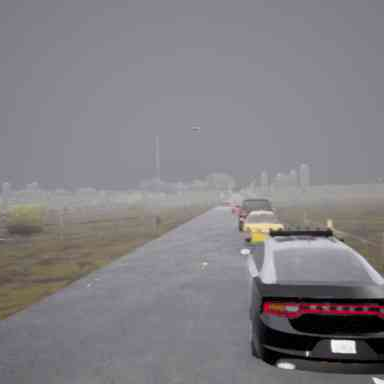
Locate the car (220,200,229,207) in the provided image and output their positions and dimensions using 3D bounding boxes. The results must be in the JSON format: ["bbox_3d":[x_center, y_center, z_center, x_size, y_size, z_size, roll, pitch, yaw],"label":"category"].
[{"bbox_3d":[6.521,2.256,65.477,1.895,1.301,4.718,-1,-1,8],"label":"car"}]

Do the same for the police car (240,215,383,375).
[{"bbox_3d":[1.956,1.461,6.099,1.930,1.638,5.238,-1,-1,8],"label":"police car"}]

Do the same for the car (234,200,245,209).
[{"bbox_3d":[7.976,2.050,55.878,1.812,1.442,4.674,-1,-1,8],"label":"car"}]

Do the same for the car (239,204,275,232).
[{"bbox_3d":[3.331,1.585,16.084,1.801,1.575,5.366,-1,-1,8],"label":"car"}]

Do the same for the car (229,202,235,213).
[{"bbox_3d":[6.254,1.758,43.225,2.097,1.767,4.553,-1,-1,8],"label":"car"}]

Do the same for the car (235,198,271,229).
[{"bbox_3d":[4.123,1.408,21.873,2.150,2.045,5.566,-1,-1,8],"label":"car"}]
